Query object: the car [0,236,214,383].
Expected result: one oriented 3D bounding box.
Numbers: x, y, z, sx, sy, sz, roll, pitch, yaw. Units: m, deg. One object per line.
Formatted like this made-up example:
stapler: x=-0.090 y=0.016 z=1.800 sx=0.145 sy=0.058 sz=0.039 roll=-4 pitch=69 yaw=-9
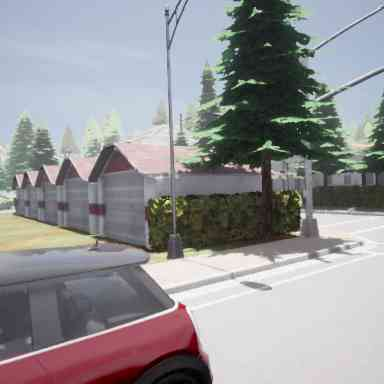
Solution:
car: x=-2.083 y=1.357 z=2.506 sx=4.553 sy=1.767 sz=2.097 roll=-1 pitch=1 yaw=-36
